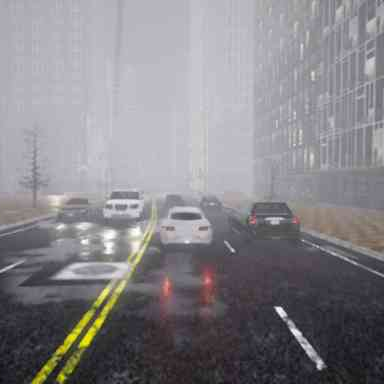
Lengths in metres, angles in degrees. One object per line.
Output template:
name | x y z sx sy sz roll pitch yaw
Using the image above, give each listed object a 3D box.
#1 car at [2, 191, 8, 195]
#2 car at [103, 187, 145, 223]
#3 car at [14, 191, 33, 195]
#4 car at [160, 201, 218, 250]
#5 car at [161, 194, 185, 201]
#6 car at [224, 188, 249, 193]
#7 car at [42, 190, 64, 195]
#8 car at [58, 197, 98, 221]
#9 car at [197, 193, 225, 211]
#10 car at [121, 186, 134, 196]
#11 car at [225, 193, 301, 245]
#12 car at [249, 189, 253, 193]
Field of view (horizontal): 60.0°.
car | -40.611 -0.037 68.996 4.313 1.339 1.947 0 1 -5
car | -4.273 0.805 21.620 2.150 2.045 5.566 0 1 -5
car | -34.948 0.025 69.481 4.206 1.307 1.802 0 1 -5
car | -0.260 1.277 12.896 1.812 1.442 4.674 0 1 -3
car | -1.701 0.925 30.042 1.837 1.490 4.892 0 1 -6
car | 9.441 0.085 73.979 5.009 1.841 2.192 0 1 -6
car | -29.287 0.052 70.006 4.313 1.339 1.947 0 1 -5
car | -7.630 1.085 22.621 1.812 1.442 4.674 0 1 -5
car | 1.496 0.973 30.669 1.994 1.385 4.181 0 1 -6
car | -12.166 -0.274 63.246 2.097 1.767 4.553 0 1 -7
car | 2.917 1.083 14.262 2.097 1.767 4.553 0 1 -3
car | 14.055 0.037 82.858 4.829 1.417 1.752 0 2 -6
